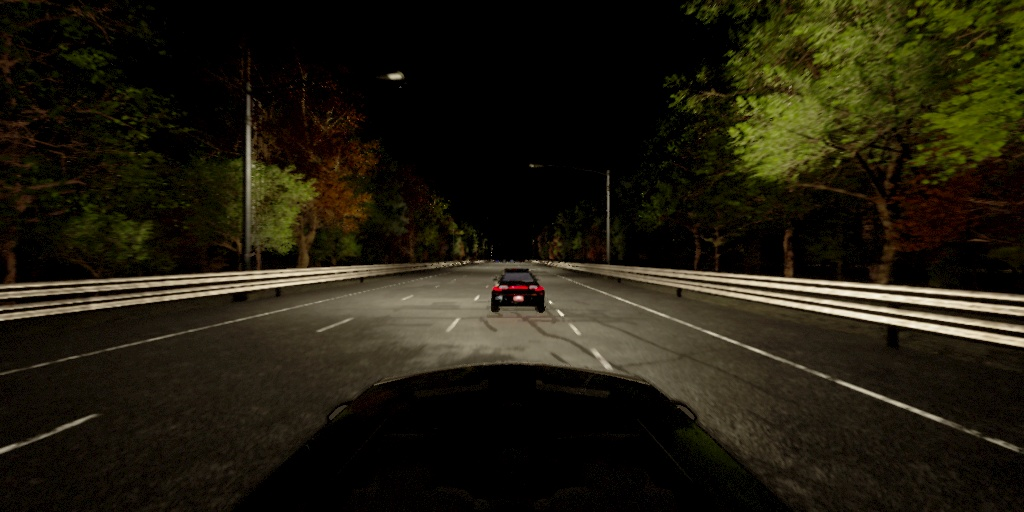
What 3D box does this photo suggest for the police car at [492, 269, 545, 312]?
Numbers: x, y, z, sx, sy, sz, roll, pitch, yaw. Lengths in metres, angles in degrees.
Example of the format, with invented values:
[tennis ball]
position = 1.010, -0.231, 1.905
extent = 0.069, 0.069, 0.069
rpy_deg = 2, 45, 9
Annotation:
[police car]
position = 0.192, 1.302, 14.823
extent = 2.038, 1.542, 4.974
rpy_deg = 0, 0, -1
